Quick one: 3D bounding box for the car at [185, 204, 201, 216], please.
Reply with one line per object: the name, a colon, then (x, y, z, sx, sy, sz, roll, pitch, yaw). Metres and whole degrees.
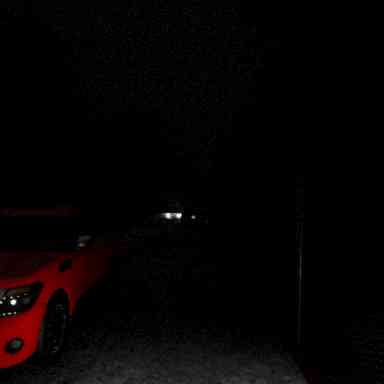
car: (0.229, 2.190, 41.819, 1.895, 1.301, 4.718, 0, -1, 1)

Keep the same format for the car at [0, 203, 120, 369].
car: (-2.852, 1.255, 6.184, 2.150, 2.045, 5.566, 0, 0, 0)

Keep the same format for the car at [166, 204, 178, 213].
car: (-2.513, 2.322, 47.530, 1.895, 1.301, 4.718, 0, -1, 3)

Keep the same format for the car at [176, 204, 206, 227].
car: (0.085, 1.795, 24.908, 2.033, 1.411, 5.357, 0, -1, 0)
